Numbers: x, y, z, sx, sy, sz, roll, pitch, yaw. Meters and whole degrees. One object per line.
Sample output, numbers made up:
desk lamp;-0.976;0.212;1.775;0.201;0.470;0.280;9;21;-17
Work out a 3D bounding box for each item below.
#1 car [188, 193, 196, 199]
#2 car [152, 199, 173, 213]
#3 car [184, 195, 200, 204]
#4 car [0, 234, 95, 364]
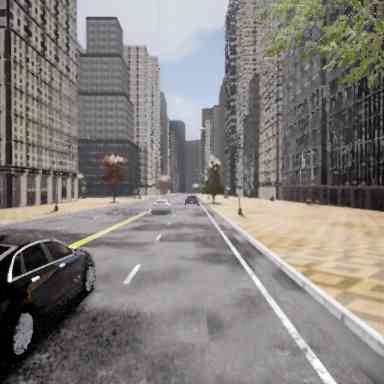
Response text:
car;-0.017;1.035;87.636;2.128;1.511;4.902;0;0;0
car;-3.156;1.482;35.498;1.812;1.442;4.674;0;0;0
car;-0.008;1.078;43.740;1.882;1.535;5.008;0;0;0
car;-3.151;1.498;5.816;1.837;1.490;4.892;0;0;0
